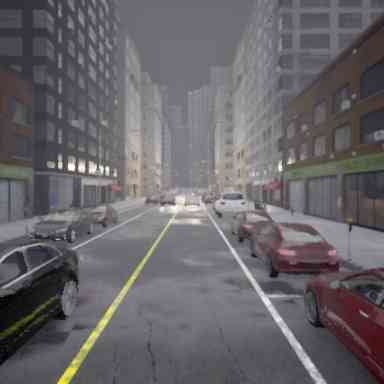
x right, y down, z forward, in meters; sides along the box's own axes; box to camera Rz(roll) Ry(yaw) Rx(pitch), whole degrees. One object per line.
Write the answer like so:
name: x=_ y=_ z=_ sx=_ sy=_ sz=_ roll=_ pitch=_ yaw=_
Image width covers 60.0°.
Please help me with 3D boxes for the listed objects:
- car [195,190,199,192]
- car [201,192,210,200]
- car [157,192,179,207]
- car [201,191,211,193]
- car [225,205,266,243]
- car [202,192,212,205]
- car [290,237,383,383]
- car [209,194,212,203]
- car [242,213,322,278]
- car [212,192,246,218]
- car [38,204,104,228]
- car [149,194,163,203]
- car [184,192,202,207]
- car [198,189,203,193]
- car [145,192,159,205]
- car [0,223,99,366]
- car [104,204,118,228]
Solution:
car: x=0.012 y=0.921 z=61.291 sx=2.128 sy=1.511 sz=4.902 roll=0 pitch=1 yaw=0
car: x=2.774 y=0.837 z=70.879 sx=1.752 sy=1.417 sz=4.829 roll=0 pitch=1 yaw=0
car: x=-3.074 y=1.096 z=43.763 sx=1.882 sy=1.535 sz=5.008 roll=0 pitch=0 yaw=0
car: x=2.772 y=1.035 z=54.221 sx=1.752 sy=1.417 sz=4.829 roll=0 pitch=1 yaw=0
car: x=2.765 y=1.469 z=15.189 sx=1.802 sy=1.307 sz=4.206 roll=0 pitch=1 yaw=0
car: x=2.770 y=1.138 z=48.500 sx=1.947 sy=1.339 sz=4.313 roll=0 pitch=1 yaw=0
car: x=2.763 y=1.556 z=4.083 sx=1.802 sy=1.307 sz=4.206 roll=0 pitch=0 yaw=0
car: x=3.143 y=1.184 z=34.577 sx=1.882 sy=1.535 sz=5.008 roll=0 pitch=1 yaw=0
car: x=2.765 y=1.516 z=9.633 sx=1.802 sy=1.307 sz=4.206 roll=0 pitch=1 yaw=0
car: x=3.109 y=0.992 z=27.605 sx=2.150 sy=2.045 sz=5.566 roll=0 pitch=1 yaw=0
car: x=-5.760 y=1.438 z=15.193 sx=2.008 sy=1.369 sz=4.403 roll=0 pitch=1 yaw=0
car: x=-5.755 y=1.094 z=54.060 sx=1.802 sy=1.307 sz=4.206 roll=0 pitch=1 yaw=0
car: x=0.016 y=1.145 z=44.228 sx=1.812 sy=1.442 sz=4.674 roll=0 pitch=1 yaw=0
car: x=2.773 y=0.765 z=59.603 sx=2.192 sy=1.841 sz=5.009 roll=0 pitch=1 yaw=0
car: x=-5.756 y=1.117 z=48.509 sx=1.887 sy=1.381 sz=4.507 roll=0 pitch=1 yaw=0
car: x=-3.059 y=1.464 z=4.459 sx=2.128 sy=1.511 sz=4.902 roll=0 pitch=0 yaw=0
car: x=-5.759 y=1.417 z=20.746 sx=1.802 sy=1.307 sz=4.206 roll=0 pitch=1 yaw=0
